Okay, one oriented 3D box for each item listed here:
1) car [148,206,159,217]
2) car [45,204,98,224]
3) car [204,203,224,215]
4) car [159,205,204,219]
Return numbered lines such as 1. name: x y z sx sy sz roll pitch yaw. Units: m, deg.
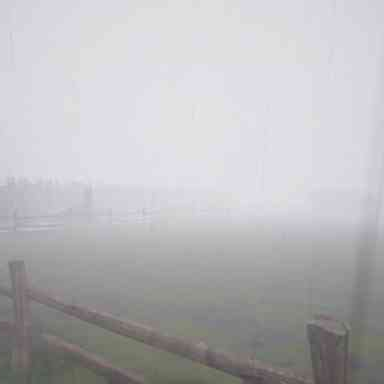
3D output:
1. car: -3.216 2.265 40.090 2.128 1.511 4.902 -1 -2 36
2. car: -10.703 1.832 29.766 2.097 1.767 4.553 -1 -2 36
3. car: 2.821 2.361 48.376 2.097 1.767 4.553 -1 -2 36
4. car: -1.066 2.208 38.042 1.882 1.535 5.008 -1 -2 36
